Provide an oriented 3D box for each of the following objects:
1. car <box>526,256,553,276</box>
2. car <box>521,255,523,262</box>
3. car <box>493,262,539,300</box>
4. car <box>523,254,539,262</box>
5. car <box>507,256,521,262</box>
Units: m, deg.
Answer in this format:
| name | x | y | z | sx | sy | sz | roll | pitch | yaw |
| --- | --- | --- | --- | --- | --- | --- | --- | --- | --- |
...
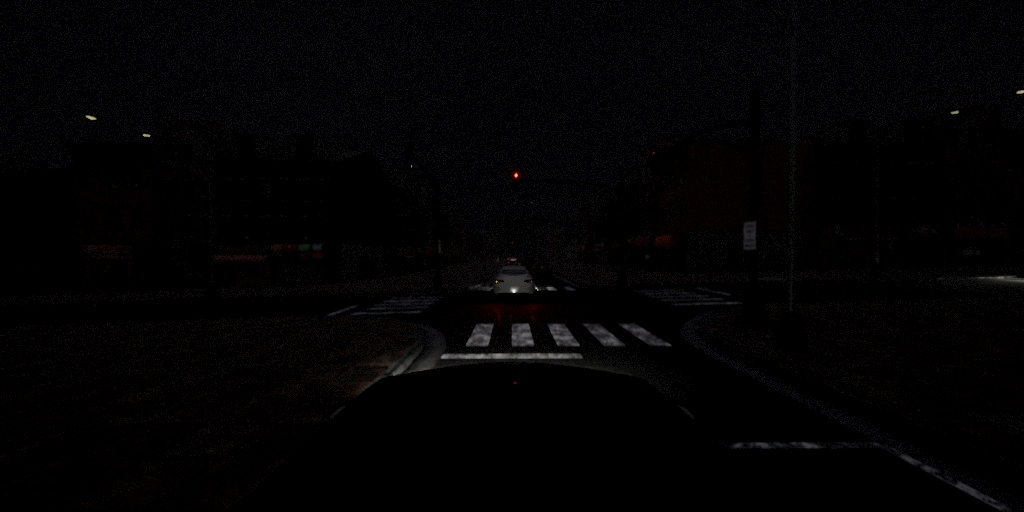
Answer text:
| name | x | y | z | sx | sy | sz | roll | pitch | yaw |
| --- | --- | --- | --- | --- | --- | --- | --- | --- | --- |
| car | 2.633 | 1.017 | 33.176 | 1.967 | 1.591 | 4.097 | 0 | 0 | 0 |
| car | 2.631 | 0.848 | 43.980 | 2.192 | 1.841 | 5.009 | 0 | 0 | 0 |
| car | 0.087 | 1.180 | 17.023 | 1.812 | 1.442 | 4.674 | 0 | 0 | 0 |
| car | 2.632 | 0.869 | 38.578 | 2.192 | 1.841 | 5.009 | 0 | 0 | 0 |
| car | 0.046 | 1.082 | 58.919 | 1.895 | 1.301 | 4.718 | 0 | 0 | 0 |
